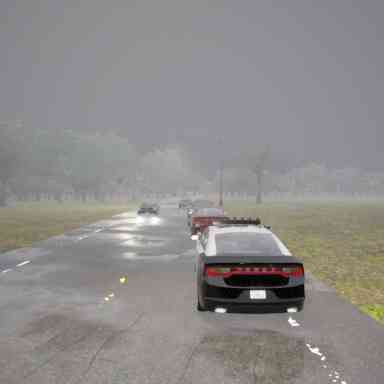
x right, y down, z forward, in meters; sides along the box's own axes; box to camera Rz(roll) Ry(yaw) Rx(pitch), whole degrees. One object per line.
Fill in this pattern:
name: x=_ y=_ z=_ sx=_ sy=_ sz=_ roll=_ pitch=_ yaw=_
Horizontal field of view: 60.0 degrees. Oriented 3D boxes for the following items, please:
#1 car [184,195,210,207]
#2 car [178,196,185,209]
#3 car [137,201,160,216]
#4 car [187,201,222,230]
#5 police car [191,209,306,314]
car: x=0.712 y=1.350 z=23.779 sx=2.097 sy=1.767 sz=4.553 roll=0 pitch=0 yaw=-2
car: x=-0.906 y=1.504 z=46.252 sx=2.128 sy=1.511 sz=4.902 roll=0 pitch=0 yaw=-1
car: x=-4.193 y=1.604 z=32.651 sx=1.895 sy=1.301 sz=4.718 roll=0 pitch=0 yaw=-2
car: x=0.869 y=1.477 z=17.792 sx=1.882 sy=1.535 sz=5.008 roll=0 pitch=0 yaw=-1
police car: x=1.024 y=1.424 z=7.865 sx=1.930 sy=1.638 sz=5.238 roll=0 pitch=0 yaw=-1
